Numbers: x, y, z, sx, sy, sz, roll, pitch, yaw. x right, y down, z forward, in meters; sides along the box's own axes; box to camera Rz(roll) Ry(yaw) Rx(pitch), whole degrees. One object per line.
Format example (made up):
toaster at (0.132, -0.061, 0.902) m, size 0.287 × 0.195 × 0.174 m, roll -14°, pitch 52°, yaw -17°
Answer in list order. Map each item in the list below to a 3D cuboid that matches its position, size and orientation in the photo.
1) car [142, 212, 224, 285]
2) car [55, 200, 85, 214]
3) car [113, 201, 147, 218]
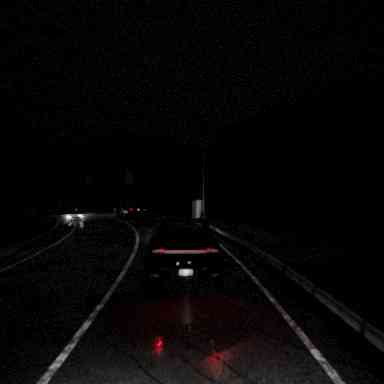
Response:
car at (-0.279, 1.499, 9.525) m, size 2.128 × 1.511 × 4.902 m, roll 0°, pitch 0°, yaw -3°
car at (-12.519, 1.515, 33.990) m, size 1.994 × 1.385 × 4.181 m, roll 1°, pitch 0°, yaw -38°
car at (-5.731, 1.559, 30.387) m, size 2.033 × 1.411 × 5.357 m, roll 1°, pitch 0°, yaw -28°
